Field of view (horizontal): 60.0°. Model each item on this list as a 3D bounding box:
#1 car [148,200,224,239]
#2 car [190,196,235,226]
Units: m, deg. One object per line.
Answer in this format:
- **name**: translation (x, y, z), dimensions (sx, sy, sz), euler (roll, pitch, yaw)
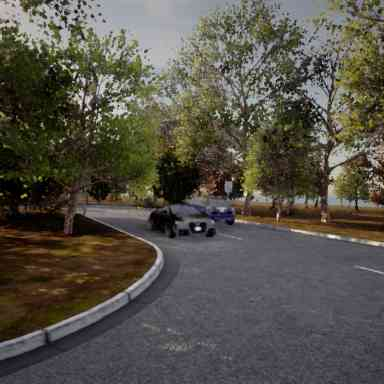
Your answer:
- **car**: translation (-0.572, 1.245, 15.108), dimensions (1.994, 1.385, 4.181), euler (1, 0, -25)
- **car**: translation (0.670, 1.035, 20.434), dimensions (2.097, 1.767, 4.553), euler (1, 0, -28)
